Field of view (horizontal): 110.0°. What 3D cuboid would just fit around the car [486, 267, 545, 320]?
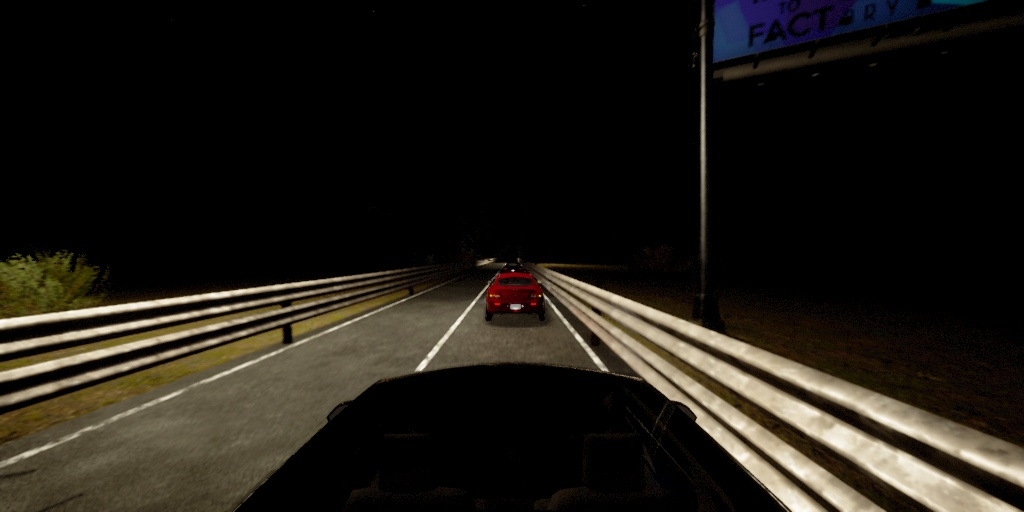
[{"bbox_3d":[0.099,1.272,12.470,1.812,1.442,4.674,0,0,0],"label":"car"}]

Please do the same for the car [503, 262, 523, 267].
[{"bbox_3d":[0.093,1.303,34.725,1.994,1.385,4.181,0,0,0],"label":"car"}]
